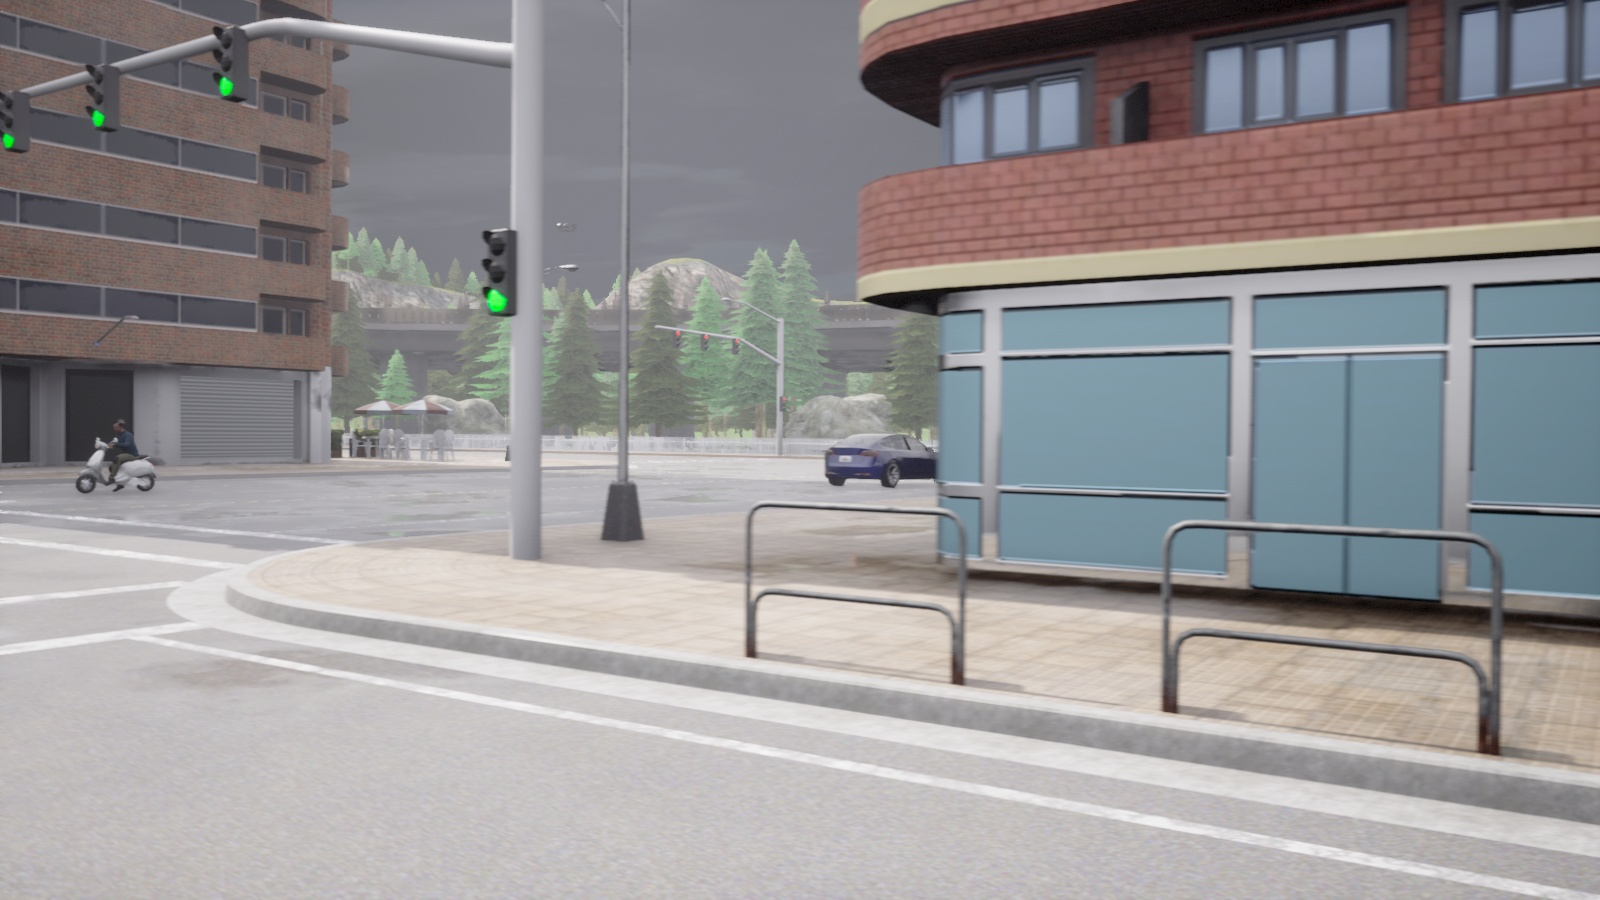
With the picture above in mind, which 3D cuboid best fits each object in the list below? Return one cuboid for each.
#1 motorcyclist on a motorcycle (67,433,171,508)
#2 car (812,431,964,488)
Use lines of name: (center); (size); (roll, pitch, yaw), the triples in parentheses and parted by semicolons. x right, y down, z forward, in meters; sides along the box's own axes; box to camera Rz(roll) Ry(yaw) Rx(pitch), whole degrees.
motorcyclist on a motorcycle: (-15.162, 0.434, 28.003); (0.866, 1.590, 1.817); (0, 1, 34)
car: (2.580, 0.218, 35.580); (2.163, 1.488, 4.792); (0, 1, 34)
